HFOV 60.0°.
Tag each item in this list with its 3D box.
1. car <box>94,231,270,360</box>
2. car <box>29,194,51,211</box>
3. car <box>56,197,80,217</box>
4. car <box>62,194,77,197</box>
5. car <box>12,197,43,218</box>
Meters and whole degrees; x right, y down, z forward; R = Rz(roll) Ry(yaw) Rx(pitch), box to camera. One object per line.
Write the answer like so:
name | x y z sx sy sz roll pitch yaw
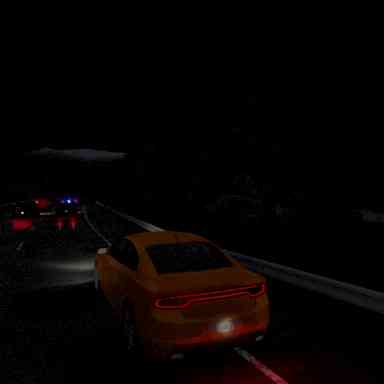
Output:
car | -0.621 1.478 6.291 1.882 1.535 5.008 0 0 -24
car | -18.396 1.221 40.078 2.150 2.045 5.566 0 0 -19
car | -11.831 1.492 31.556 2.128 1.511 4.902 0 0 -19
car | -15.227 1.221 41.462 2.150 2.045 5.566 0 0 -18
car | -15.010 1.505 30.175 1.837 1.490 4.892 0 0 -19
